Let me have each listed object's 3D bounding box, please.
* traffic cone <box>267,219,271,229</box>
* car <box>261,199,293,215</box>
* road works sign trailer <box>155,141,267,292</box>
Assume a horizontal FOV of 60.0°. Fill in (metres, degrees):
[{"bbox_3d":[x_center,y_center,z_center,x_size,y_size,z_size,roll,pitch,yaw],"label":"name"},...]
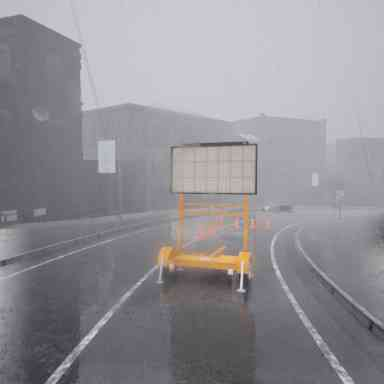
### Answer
[{"bbox_3d":[4.839,2.015,21.031,0.340,0.580,0.340,2,0,14],"label":"traffic cone"},{"bbox_3d":[9.119,1.533,35.393,2.128,1.511,4.902,4,2,41],"label":"car"},{"bbox_3d":[0.610,0.457,9.139,2.380,3.560,2.880,1,0,18],"label":"road works sign trailer"}]
